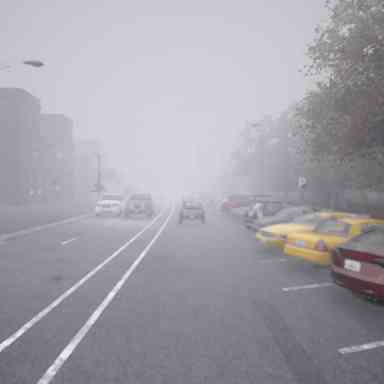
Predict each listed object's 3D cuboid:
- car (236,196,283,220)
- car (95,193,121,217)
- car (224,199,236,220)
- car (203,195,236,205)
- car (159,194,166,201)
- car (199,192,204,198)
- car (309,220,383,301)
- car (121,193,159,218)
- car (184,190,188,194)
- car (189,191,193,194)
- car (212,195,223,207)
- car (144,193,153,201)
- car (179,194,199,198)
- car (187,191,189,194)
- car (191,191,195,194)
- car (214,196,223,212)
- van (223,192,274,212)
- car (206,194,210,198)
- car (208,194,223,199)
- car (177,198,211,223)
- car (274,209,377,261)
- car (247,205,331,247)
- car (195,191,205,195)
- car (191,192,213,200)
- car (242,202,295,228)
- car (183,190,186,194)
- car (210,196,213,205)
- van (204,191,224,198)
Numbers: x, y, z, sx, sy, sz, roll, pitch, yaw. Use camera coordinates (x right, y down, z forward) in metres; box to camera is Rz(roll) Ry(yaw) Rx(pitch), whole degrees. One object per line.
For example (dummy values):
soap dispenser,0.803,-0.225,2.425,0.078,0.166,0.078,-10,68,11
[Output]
car,5.238,1.314,19.152,4.553,1.767,2.185,1,0,-21
car,-7.311,1.119,30.780,2.150,2.045,5.566,0,0,-1
car,5.187,1.451,25.103,4.674,1.452,2.002,1,1,-21
car,4.243,1.262,51.783,4.674,1.452,2.002,1,1,-23
car,-6.519,1.171,70.745,1.994,1.385,4.181,0,0,-4
car,4.223,1.239,48.742,5.366,1.575,1.946,1,1,-23
car,5.326,1.507,7.296,4.792,1.488,2.163,1,0,-20
car,-4.475,1.124,29.363,2.150,2.045,5.566,0,0,-1
car,1.187,1.026,90.277,5.008,1.535,2.097,1,0,-26
car,2.587,1.083,75.494,5.008,1.535,2.097,1,0,-25
car,5.153,1.356,34.084,5.366,1.575,1.946,1,0,-22
car,-9.488,1.083,72.732,1.882,1.535,5.008,0,0,-5
car,-0.580,1.351,43.054,2.033,1.411,5.357,0,0,-2
car,2.071,1.057,81.409,5.008,1.535,2.097,1,0,-26
car,2.812,1.126,72.519,4.792,1.488,2.163,1,1,-25
car,5.054,1.376,31.046,5.008,1.535,2.097,1,0,-22
van,5.239,1.170,28.121,4.442,1.987,1.878,1,0,-21
car,4.661,1.329,42.882,4.674,1.452,2.002,1,0,-23
car,4.757,1.353,39.929,4.674,1.452,2.002,0,1,-22
car,-0.033,1.420,24.585,2.128,1.511,4.902,0,0,-1
car,5.477,1.470,10.311,5.366,1.575,1.946,1,0,-20
car,5.126,1.458,13.152,5.366,1.575,1.946,1,0,-20
car,3.930,0.931,57.728,5.566,2.045,2.435,1,0,-24
car,2.303,0.944,78.444,4.553,1.767,2.185,1,0,-25
car,5.295,1.453,16.189,4.892,1.521,2.231,1,1,-20
car,0.852,1.015,93.236,5.008,1.535,2.097,1,0,-26
car,4.876,1.376,36.984,4.674,1.452,2.002,1,0,-22
van,4.431,1.039,45.799,4.442,1.987,1.878,1,1,-23
